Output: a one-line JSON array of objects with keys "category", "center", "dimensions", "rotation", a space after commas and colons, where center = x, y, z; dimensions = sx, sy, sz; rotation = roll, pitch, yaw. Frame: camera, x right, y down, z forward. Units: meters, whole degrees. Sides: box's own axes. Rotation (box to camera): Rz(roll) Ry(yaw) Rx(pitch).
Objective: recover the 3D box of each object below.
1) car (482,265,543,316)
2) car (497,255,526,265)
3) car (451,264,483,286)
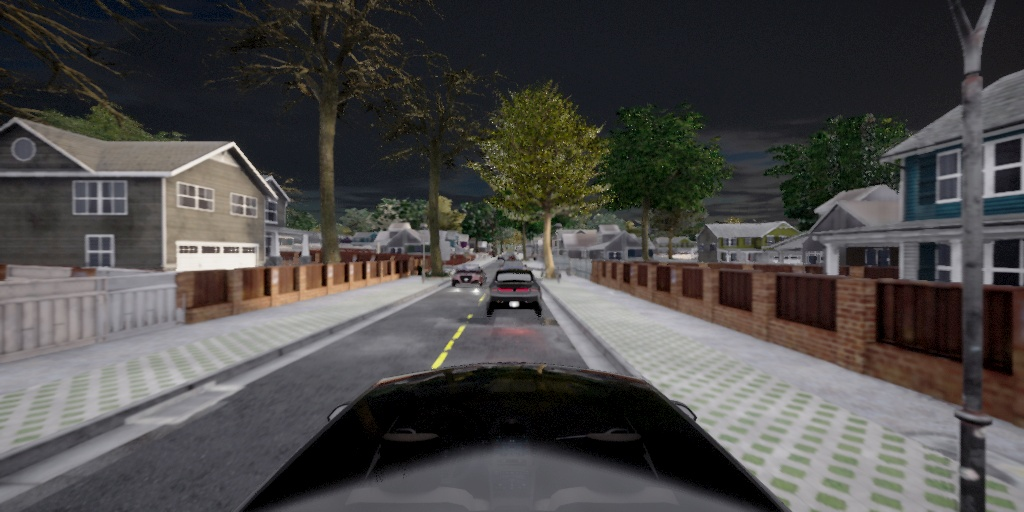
[{"category": "car", "center": [0.080, 1.234, 13.323], "dimensions": [1.837, 1.490, 4.892], "rotation": [0, 0, 0]}, {"category": "car", "center": [0.071, 1.025, 26.783], "dimensions": [2.097, 1.767, 4.553], "rotation": [0, 0, 0]}, {"category": "car", "center": [-2.841, 1.250, 24.193], "dimensions": [1.994, 1.385, 4.181], "rotation": [0, 0, 0]}]
